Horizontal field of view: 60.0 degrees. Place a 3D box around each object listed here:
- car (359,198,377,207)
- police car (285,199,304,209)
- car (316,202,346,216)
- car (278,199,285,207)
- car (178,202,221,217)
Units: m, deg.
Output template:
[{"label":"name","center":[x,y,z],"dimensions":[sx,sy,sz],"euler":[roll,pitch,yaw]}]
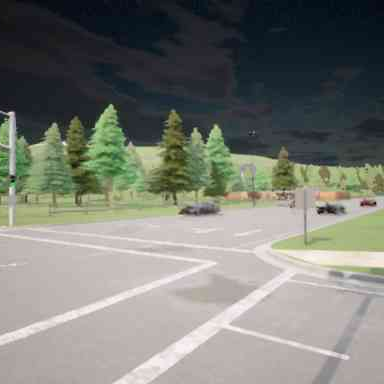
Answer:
[{"label":"car","center":[27.262,1.659,51.491],"dimensions":[1.895,1.301,4.718],"euler":[-1,0,36]},{"label":"police car","center":[15.362,1.632,47.095],"dimensions":[2.038,1.542,4.974],"euler":[-1,0,36]},{"label":"car","center":[14.114,1.667,33.718],"dimensions":[1.895,1.301,4.718],"euler":[-1,0,36]},{"label":"car","center":[15.380,1.759,53.133],"dimensions":[1.895,1.301,4.718],"euler":[-1,0,37]},{"label":"car","center":[0.890,1.713,33.439],"dimensions":[2.033,1.411,5.357],"euler":[-1,0,36]}]
